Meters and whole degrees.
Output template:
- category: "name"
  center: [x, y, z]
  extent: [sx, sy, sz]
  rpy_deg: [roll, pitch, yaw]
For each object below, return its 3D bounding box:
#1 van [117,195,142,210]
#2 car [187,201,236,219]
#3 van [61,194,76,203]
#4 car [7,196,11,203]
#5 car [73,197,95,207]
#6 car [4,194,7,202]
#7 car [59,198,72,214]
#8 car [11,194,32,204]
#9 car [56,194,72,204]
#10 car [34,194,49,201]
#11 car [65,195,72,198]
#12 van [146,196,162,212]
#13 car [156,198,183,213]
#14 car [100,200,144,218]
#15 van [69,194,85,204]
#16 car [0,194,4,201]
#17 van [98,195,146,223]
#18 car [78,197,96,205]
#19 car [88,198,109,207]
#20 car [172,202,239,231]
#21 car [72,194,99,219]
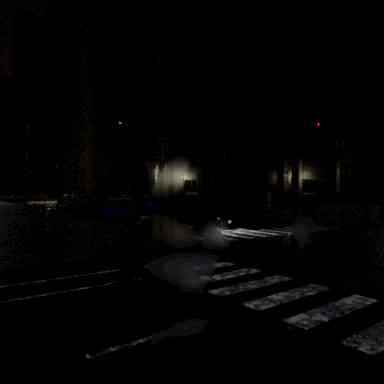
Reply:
- category: "van"
  center: [-8.249, 1.330, 43.587]
  extent: [1.690, 1.788, 3.998]
  rpy_deg: [0, 0, -36]
- category: "car"
  center: [1.663, 1.549, 29.736]
  extent: [2.008, 1.369, 4.403]
  rpy_deg: [0, 0, -36]
- category: "van"
  center: [-24.770, 1.329, 66.672]
  extent: [1.690, 1.788, 3.998]
  rpy_deg: [0, 0, -36]
- category: "car"
  center: [-35.005, 1.403, 66.325]
  extent: [1.967, 1.590, 4.097]
  rpy_deg: [0, 0, -36]
- category: "car"
  center: [-16.311, 1.505, 50.192]
  extent: [1.812, 1.442, 4.674]
  rpy_deg: [0, 0, -35]
- category: "car"
  center: [-38.211, 1.488, 70.804]
  extent: [1.752, 1.417, 4.829]
  rpy_deg: [0, 0, -36]
- category: "car"
  center: [-11.877, 1.548, 34.007]
  extent: [1.802, 1.307, 4.206]
  rpy_deg: [0, 0, -36]
- category: "car"
  center: [-31.702, 1.513, 61.708]
  extent: [2.008, 1.369, 4.403]
  rpy_deg: [0, 0, -36]
- category: "car"
  center: [-22.317, 1.527, 58.497]
  extent: [2.033, 1.411, 5.357]
  rpy_deg: [0, 0, -36]
- category: "car"
  center: [-37.987, 1.304, 85.140]
  extent: [2.192, 1.841, 5.009]
  rpy_deg: [0, 0, -36]
- category: "car"
  center: [-13.837, 1.449, 41.349]
  extent: [1.882, 1.535, 5.008]
  rpy_deg: [0, 0, -36]
- category: "van"
  center: [-4.945, 1.332, 38.971]
  extent: [1.690, 1.788, 3.998]
  rpy_deg: [0, 0, -36]
- category: "car"
  center: [-1.641, 1.577, 34.353]
  extent: [1.802, 1.307, 4.206]
  rpy_deg: [0, 0, -36]
- category: "car"
  center: [-6.725, 1.525, 31.388]
  extent: [2.033, 1.411, 5.357]
  rpy_deg: [0, 0, -36]
- category: "van"
  center: [-21.466, 1.329, 62.055]
  extent: [1.690, 1.788, 3.998]
  rpy_deg: [0, 0, -36]
- category: "car"
  center: [-41.614, 1.529, 75.559]
  extent: [1.947, 1.339, 4.313]
  rpy_deg: [0, 0, -36]
- category: "van"
  center: [-5.268, 1.314, 24.774]
  extent: [1.690, 1.788, 3.998]
  rpy_deg: [0, 0, -36]
- category: "car"
  center: [-18.162, 1.570, 57.438]
  extent: [1.802, 1.307, 4.206]
  rpy_deg: [0, 0, -36]
- category: "car"
  center: [-14.858, 1.569, 52.820]
  extent: [1.802, 1.307, 4.206]
  rpy_deg: [0, 0, -36]
- category: "car"
  center: [0.960, 1.549, 20.867]
  extent: [1.994, 1.385, 4.181]
  rpy_deg: [0, 0, -38]
- category: "car"
  center: [-8.572, 1.284, 29.391]
  extent: [2.192, 1.841, 5.009]
  rpy_deg: [0, 0, -36]
